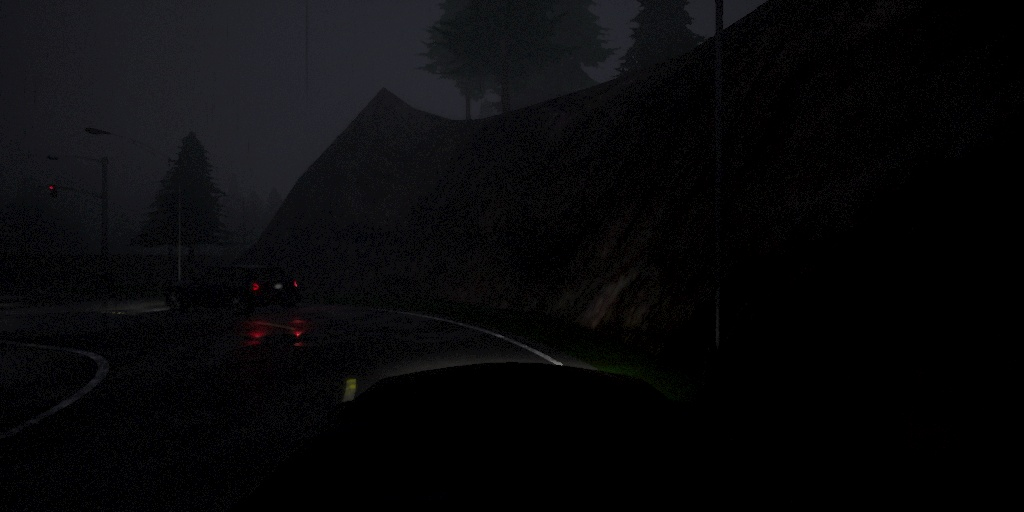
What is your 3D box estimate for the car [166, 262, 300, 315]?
[{"bbox_3d":[-10.361,1.115,13.364,4.553,1.767,2.097,0,0,16],"label":"car"}]
